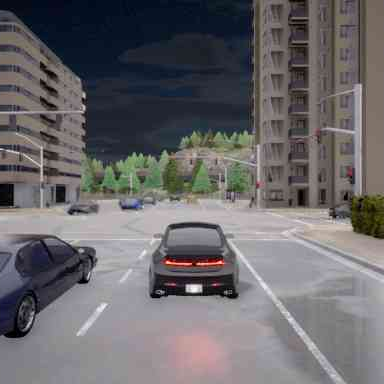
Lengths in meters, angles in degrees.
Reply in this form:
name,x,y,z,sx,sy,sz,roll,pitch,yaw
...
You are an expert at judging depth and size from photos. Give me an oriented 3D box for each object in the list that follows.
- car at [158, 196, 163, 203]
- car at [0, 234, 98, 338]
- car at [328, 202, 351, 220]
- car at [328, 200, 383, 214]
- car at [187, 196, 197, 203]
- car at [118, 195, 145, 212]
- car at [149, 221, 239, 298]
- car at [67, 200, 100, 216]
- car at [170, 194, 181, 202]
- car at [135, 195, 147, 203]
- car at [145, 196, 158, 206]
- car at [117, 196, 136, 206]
name,x,y,z,sx,sy,sz,roll,pitch,yaw
car,-7.114,1.544,70.082,1.994,1.385,4.181,0,0,0
car,-3.460,1.547,6.537,2.033,1.411,5.357,0,0,0
car,13.575,1.564,27.566,4.181,1.385,1.994,0,0,2
car,17.290,1.547,34.599,5.357,1.411,2.033,0,0,0
car,-0.031,1.477,70.020,1.882,1.535,5.008,0,0,0
car,-7.164,1.477,39.723,1.882,1.535,5.008,0,0,0
car,0.050,1.505,8.466,1.837,1.490,4.892,0,0,0
car,-10.655,1.547,33.132,2.033,1.411,5.357,0,0,0
car,-3.618,1.194,72.924,2.097,1.767,4.553,0,0,0
car,-10.612,1.470,69.373,1.837,1.490,4.892,0,0,0
car,-7.176,1.525,55.403,1.812,1.442,4.674,0,0,0
car,-10.677,1.491,54.286,2.128,1.511,4.902,0,0,0
